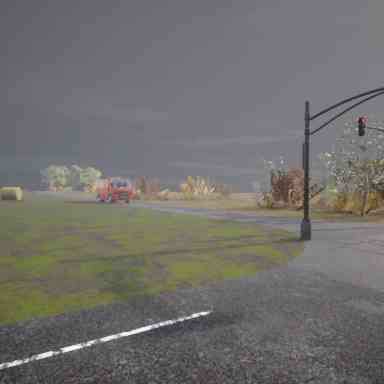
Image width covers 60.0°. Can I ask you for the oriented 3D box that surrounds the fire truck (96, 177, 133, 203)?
[{"bbox_3d":[-11.796,-0.356,50.011,2.891,3.827,8.468,1,0,-32],"label":"fire truck"}]
